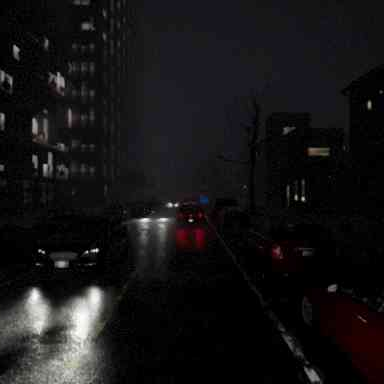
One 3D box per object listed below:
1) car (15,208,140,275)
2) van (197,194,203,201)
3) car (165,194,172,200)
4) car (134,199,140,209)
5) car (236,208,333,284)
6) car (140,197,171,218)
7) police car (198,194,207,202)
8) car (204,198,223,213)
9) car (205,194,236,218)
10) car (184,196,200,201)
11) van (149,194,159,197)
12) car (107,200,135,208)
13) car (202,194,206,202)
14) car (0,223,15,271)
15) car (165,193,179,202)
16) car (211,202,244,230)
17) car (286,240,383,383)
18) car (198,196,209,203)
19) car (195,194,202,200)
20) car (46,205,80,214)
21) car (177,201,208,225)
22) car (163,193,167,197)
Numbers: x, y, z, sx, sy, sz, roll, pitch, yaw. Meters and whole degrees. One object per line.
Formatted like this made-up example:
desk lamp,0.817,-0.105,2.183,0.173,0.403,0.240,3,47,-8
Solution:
car,-3.178,1.493,10.542,2.128,1.511,4.902,0,0,0
van,2.198,1.263,59.425,1.690,1.788,3.998,1,0,0
car,-6.471,1.376,92.456,1.752,1.417,4.829,1,0,0
car,-5.945,1.567,31.621,1.802,1.307,4.206,1,0,0
car,2.627,1.432,9.508,1.967,1.590,4.097,1,0,0
car,-3.283,1.489,30.482,1.837,1.490,4.892,0,0,0
police car,2.355,1.308,75.565,1.930,1.638,5.238,0,0,0
car,2.386,1.489,37.410,1.752,1.417,4.829,1,0,0
car,2.486,1.294,26.145,2.192,1.841,5.009,1,0,0
car,-0.284,1.555,45.199,1.895,1.301,4.718,0,0,0
van,-6.134,1.288,53.805,1.690,1.788,3.998,1,0,0
car,-5.898,1.574,26.072,1.802,1.307,4.206,1,0,0
car,2.438,1.287,31.693,2.192,1.841,5.009,1,0,0
car,-5.754,1.587,9.435,1.802,1.307,4.206,1,0,0
car,-3.576,1.433,65.879,2.128,1.511,4.902,0,0,0
car,2.531,1.535,20.599,2.008,1.369,4.403,1,0,0
car,2.674,1.576,3.959,1.802,1.307,4.206,1,0,0
car,2.147,1.475,64.971,1.947,1.339,4.313,1,0,0
car,1.907,1.361,92.871,1.752,1.417,4.829,1,0,0
car,-5.800,1.442,14.981,1.967,1.590,4.097,1,0,0
car,-0.101,1.585,24.176,1.895,1.301,4.718,0,0,0
car,-6.421,1.181,87.081,2.192,1.841,5.009,1,0,0
